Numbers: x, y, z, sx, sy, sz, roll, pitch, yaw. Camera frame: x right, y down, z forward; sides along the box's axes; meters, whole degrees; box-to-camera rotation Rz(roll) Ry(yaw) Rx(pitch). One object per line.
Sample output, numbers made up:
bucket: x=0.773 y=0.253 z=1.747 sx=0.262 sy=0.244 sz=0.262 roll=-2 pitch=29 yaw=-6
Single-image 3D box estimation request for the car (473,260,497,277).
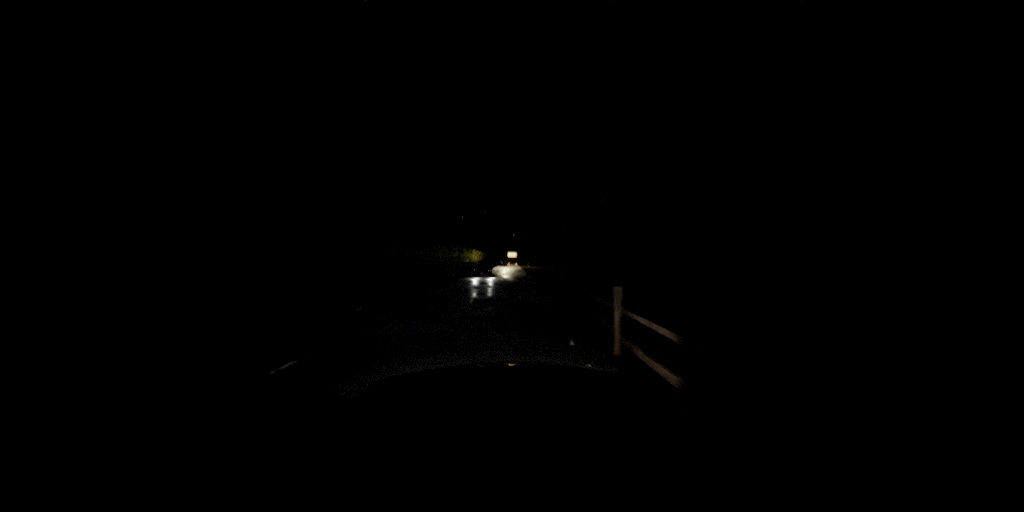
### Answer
car: x=-2.848 y=1.365 z=36.641 sx=1.837 sy=1.490 sz=4.892 roll=0 pitch=0 yaw=0
